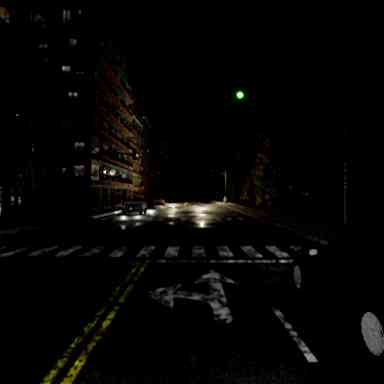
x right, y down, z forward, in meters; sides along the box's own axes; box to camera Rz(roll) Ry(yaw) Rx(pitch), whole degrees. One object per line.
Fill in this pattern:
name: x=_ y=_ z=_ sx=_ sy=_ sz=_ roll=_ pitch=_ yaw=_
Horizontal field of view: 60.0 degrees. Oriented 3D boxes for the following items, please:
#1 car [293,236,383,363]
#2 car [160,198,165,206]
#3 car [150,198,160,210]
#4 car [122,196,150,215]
car: x=3.358 y=1.519 z=5.960 sx=1.882 sy=1.535 sz=5.008 roll=0 pitch=0 yaw=-1
car: x=-6.424 y=1.942 z=65.328 sx=1.882 sy=1.535 sz=5.008 roll=0 pitch=-1 yaw=1
car: x=-6.512 y=1.847 z=50.649 sx=2.128 sy=1.511 sz=4.902 roll=0 pitch=-1 yaw=0
car: x=-6.536 y=1.486 z=38.259 sx=2.150 sy=2.045 sz=5.566 roll=0 pitch=0 yaw=0
